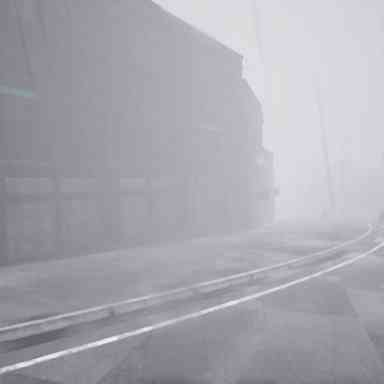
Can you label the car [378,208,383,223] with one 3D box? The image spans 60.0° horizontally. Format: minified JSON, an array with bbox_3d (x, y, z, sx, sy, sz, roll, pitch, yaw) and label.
[{"bbox_3d":[18.259,2.157,30.158,2.128,1.511,4.902,-1,-3,18],"label":"car"}]
